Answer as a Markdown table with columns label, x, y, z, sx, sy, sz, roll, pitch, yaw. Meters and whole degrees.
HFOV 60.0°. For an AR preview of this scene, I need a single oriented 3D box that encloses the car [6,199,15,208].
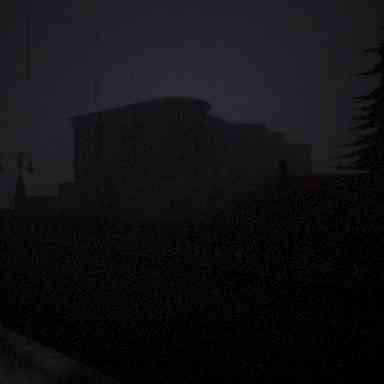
| label | x | y | z | sx | sy | sz | roll | pitch | yaw |
| --- | --- | --- | --- | --- | --- | --- | --- | --- | --- |
| car | -23.004 | 1.611 | 47.602 | 2.033 | 1.411 | 5.357 | 0 | 0 | 36 |

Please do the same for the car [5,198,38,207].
| label | x | y | z | sx | sy | sz | roll | pitch | yaw |
| --- | --- | --- | --- | --- | --- | --- | --- | --- | --- |
| car | -27.375 | 1.638 | 53.436 | 1.994 | 1.385 | 4.181 | 0 | 0 | 36 |

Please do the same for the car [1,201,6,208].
| label | x | y | z | sx | sy | sz | roll | pitch | yaw |
| --- | --- | --- | --- | --- | --- | --- | --- | --- | --- |
| car | -25.855 | 1.594 | 49.616 | 1.812 | 1.442 | 4.674 | 0 | 0 | 36 |
